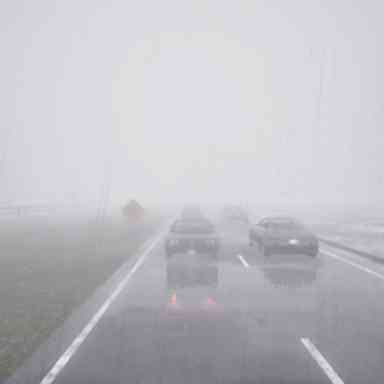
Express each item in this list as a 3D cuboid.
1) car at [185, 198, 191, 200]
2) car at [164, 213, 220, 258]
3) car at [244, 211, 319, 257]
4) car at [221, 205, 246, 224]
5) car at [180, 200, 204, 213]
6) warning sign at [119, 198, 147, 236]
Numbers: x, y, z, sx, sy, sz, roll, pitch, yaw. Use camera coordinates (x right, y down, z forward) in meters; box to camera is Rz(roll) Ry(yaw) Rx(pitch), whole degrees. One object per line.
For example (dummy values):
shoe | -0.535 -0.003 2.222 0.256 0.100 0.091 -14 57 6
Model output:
car | -1.228 2.344 87.306 1.812 1.442 4.674 0 -1 0
car | 0.020 1.724 13.265 1.895 1.301 4.718 0 0 0
car | 3.523 1.689 13.461 1.994 1.385 4.181 0 0 1
car | 3.512 1.799 27.549 2.033 1.411 5.357 0 0 0
car | 0.024 1.753 28.518 2.128 1.511 4.902 0 0 1
warning sign | -3.044 1.274 17.305 1.300 1.860 1.060 0 0 0
